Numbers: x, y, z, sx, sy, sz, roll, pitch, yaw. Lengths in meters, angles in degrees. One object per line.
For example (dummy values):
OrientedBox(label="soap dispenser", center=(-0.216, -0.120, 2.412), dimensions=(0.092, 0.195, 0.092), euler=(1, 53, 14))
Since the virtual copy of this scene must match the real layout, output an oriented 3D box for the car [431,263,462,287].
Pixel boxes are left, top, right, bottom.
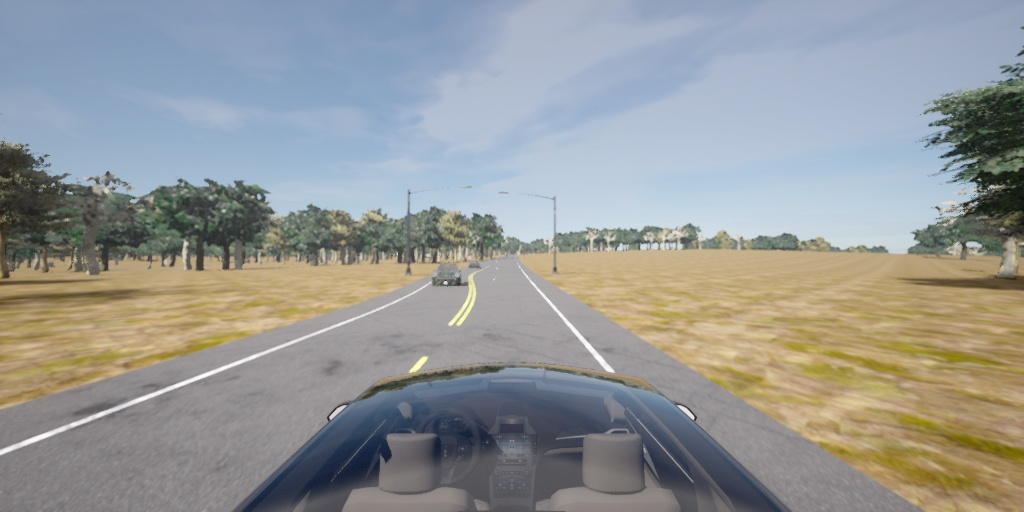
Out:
OrientedBox(label="car", center=(-4.926, 1.358, 27.506), dimensions=(2.097, 1.767, 4.553), euler=(0, -1, -7))
